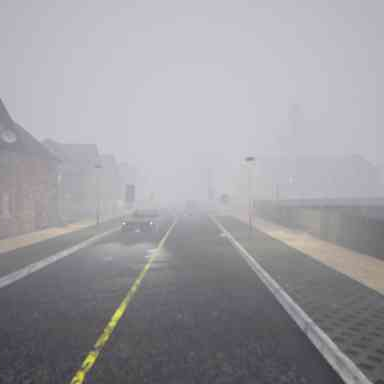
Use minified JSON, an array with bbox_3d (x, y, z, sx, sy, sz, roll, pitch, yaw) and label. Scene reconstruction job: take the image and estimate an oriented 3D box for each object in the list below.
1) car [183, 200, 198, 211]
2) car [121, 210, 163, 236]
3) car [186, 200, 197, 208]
[{"bbox_3d":[-0.061,1.851,45.880,1.812,1.442,4.674,0,0,0],"label":"car"},{"bbox_3d":[-2.833,1.740,19.588,1.895,1.301,4.718,0,0,0],"label":"car"},{"bbox_3d":[-0.074,2.003,56.045,1.895,1.301,4.718,0,0,0],"label":"car"}]
